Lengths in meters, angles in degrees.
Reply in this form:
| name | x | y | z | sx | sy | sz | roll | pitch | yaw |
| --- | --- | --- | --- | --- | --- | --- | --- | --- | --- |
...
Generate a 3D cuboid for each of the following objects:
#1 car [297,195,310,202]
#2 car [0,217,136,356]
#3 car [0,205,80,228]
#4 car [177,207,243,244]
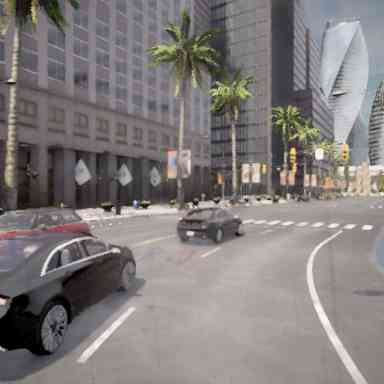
| name | x | y | z | sx | sy | sz | roll | pitch | yaw |
| --- | --- | --- | --- | --- | --- | --- | --- | --- | --- |
| car | 24.647 | 1.447 | 73.518 | 2.161 | 1.482 | 4.786 | 0 | 0 | 32 |
| car | -2.548 | 1.485 | 6.136 | 2.128 | 1.511 | 4.902 | 0 | 0 | 10 |
| car | -5.237 | 1.342 | 10.588 | 2.097 | 1.767 | 4.553 | 0 | 0 | 18 |
| car | 1.003 | 1.490 | 15.995 | 1.837 | 1.490 | 4.892 | 0 | 0 | 27 |
